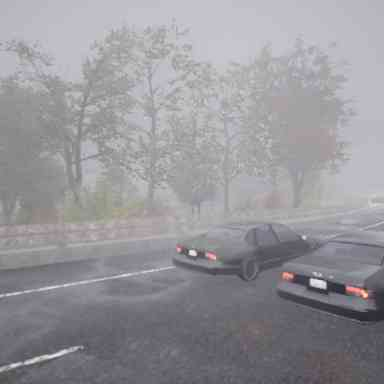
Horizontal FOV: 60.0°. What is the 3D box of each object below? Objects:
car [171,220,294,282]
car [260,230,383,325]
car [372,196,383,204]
[{"bbox_3d":[1.951,1.570,9.923,5.357,1.411,2.033,0,0,-40],"label":"car"},{"bbox_3d":[4.014,1.554,7.091,5.357,1.411,2.033,0,0,-40],"label":"car"},{"bbox_3d":[36.865,1.539,65.230,2.128,1.511,4.902,0,0,12],"label":"car"}]
